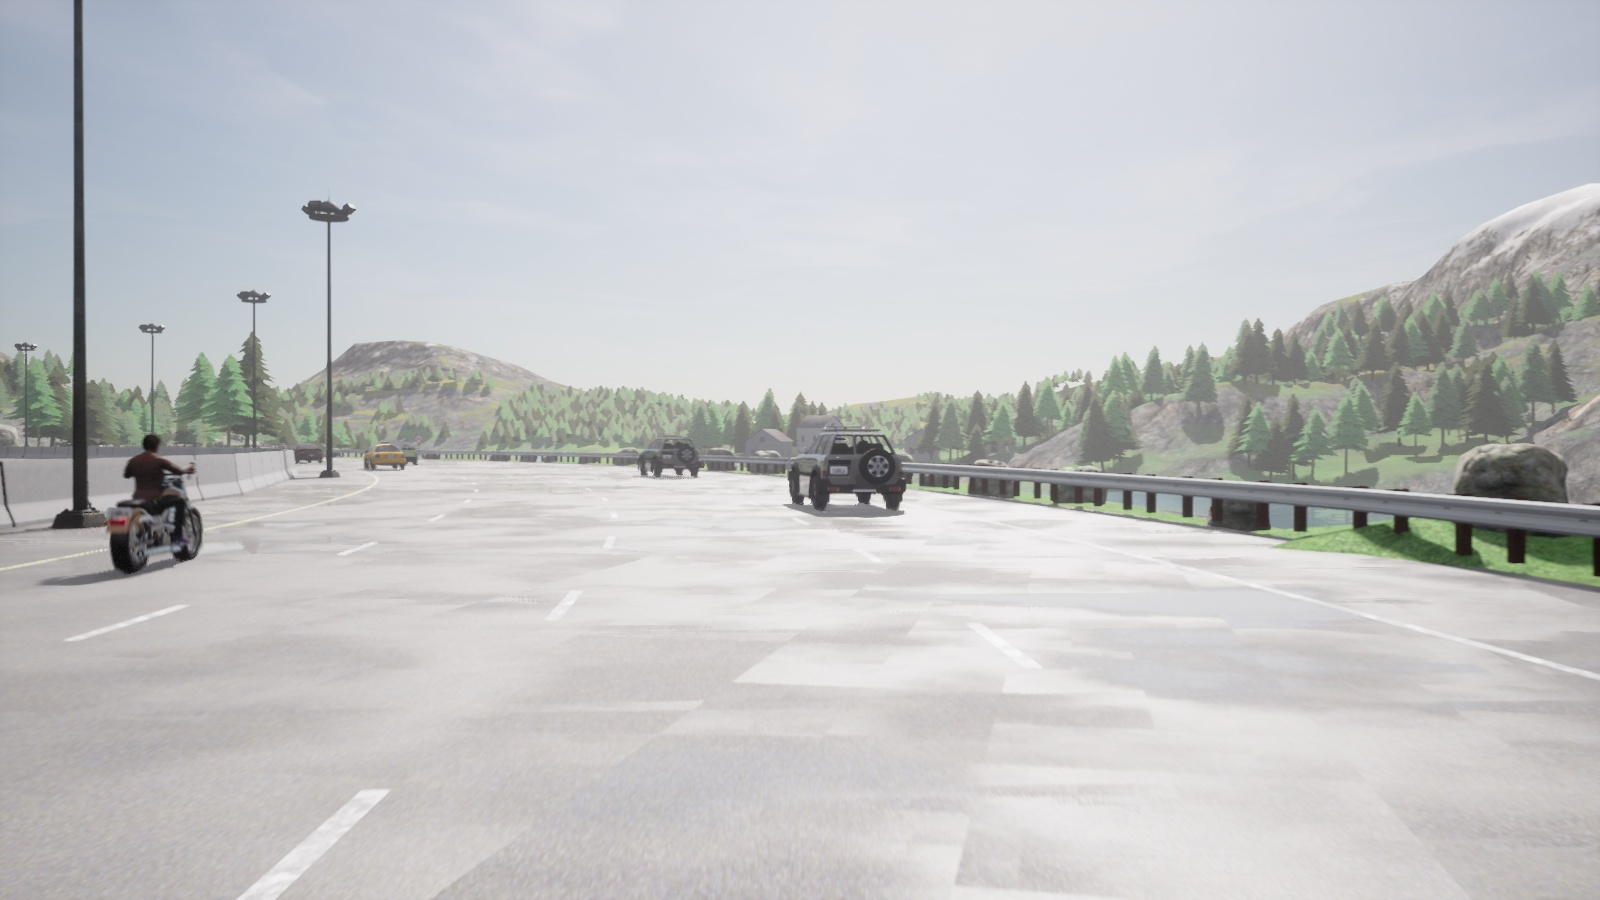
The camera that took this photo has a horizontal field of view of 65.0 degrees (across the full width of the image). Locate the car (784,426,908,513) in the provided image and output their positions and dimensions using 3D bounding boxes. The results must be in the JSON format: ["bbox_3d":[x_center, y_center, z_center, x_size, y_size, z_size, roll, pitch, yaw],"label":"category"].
[{"bbox_3d":[0.960,0.400,29.084,1.932,1.855,4.605,0,0,-10],"label":"car"}]

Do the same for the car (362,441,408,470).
[{"bbox_3d":[-23.692,0.267,71.518,1.801,1.575,5.366,0,0,-26],"label":"car"}]

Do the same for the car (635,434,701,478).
[{"bbox_3d":[-5.914,0.244,55.945,1.932,1.855,4.605,0,0,-19],"label":"car"}]

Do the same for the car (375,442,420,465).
[{"bbox_3d":[-27.593,0.190,86.027,2.007,1.525,4.514,0,0,-31],"label":"car"}]

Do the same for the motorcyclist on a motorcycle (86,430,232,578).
[{"bbox_3d":[-7.746,0.605,15.319,0.766,1.649,2.350,-1,0,-6],"label":"motorcyclist on a motorcycle"}]
